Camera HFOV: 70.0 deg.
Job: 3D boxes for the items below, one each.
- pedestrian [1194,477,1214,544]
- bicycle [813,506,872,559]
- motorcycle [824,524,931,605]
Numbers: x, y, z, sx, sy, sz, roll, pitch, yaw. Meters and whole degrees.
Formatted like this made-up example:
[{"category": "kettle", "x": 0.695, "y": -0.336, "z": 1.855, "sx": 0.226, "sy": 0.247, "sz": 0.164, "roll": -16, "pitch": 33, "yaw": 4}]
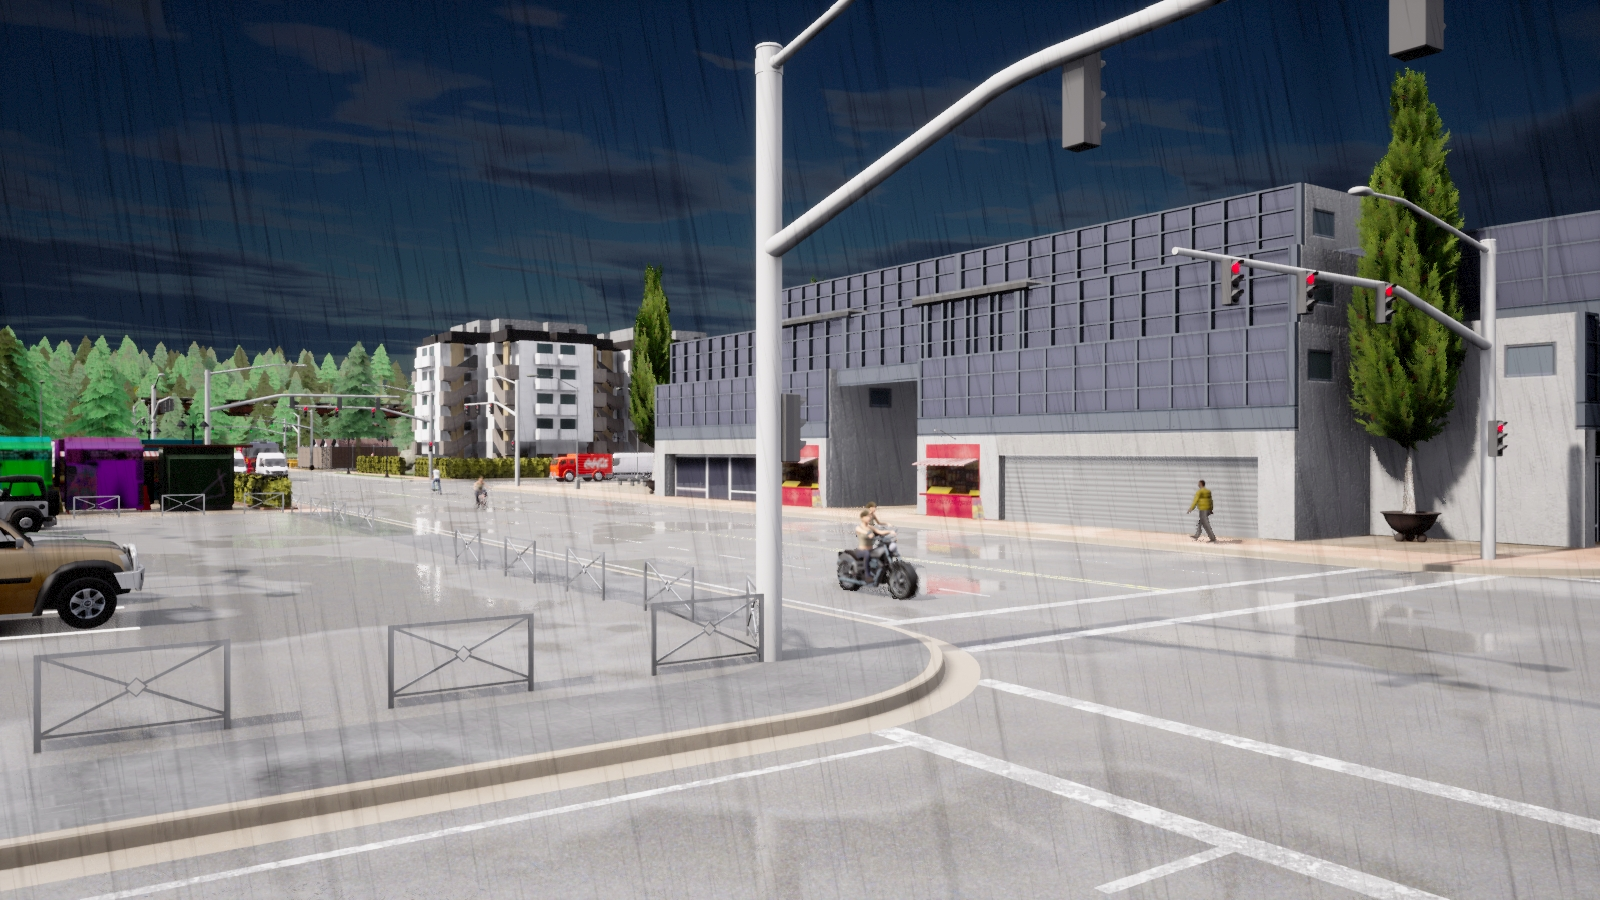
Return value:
[{"category": "pedestrian", "x": 11.327, "y": 1.696, "z": 32.028, "sx": 0.375, "sy": 1.860, "sz": 0.375, "roll": 0, "pitch": 0, "yaw": -28}, {"category": "bicycle", "x": 1.102, "y": 2.158, "z": 30.116, "sx": 0.859, "sy": 1.276, "sz": 1.487, "roll": 0, "pitch": 0, "yaw": -33}, {"category": "motorcycle", "x": 1.461, "y": 2.155, "z": 21.980, "sx": 0.764, "sy": 1.307, "sz": 2.356, "roll": 0, "pitch": 0, "yaw": -34}]
